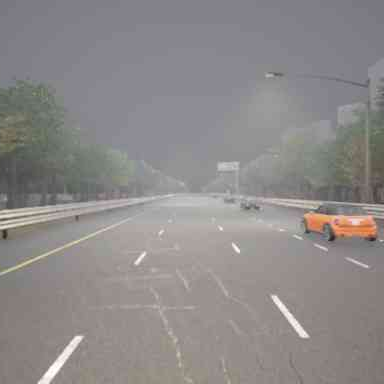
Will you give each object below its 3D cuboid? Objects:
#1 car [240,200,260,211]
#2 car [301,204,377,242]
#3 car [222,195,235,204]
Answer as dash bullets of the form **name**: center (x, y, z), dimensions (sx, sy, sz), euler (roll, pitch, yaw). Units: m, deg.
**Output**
- **car**: center (7.107, 1.623, 41.211), dimensions (1.895, 1.301, 4.718), euler (0, 0, 0)
- **car**: center (7.020, 1.355, 16.400), dimensions (2.097, 1.767, 4.553), euler (0, 0, 0)
- **car**: center (7.263, 1.391, 66.404), dimensions (2.097, 1.767, 4.553), euler (0, 0, 0)
